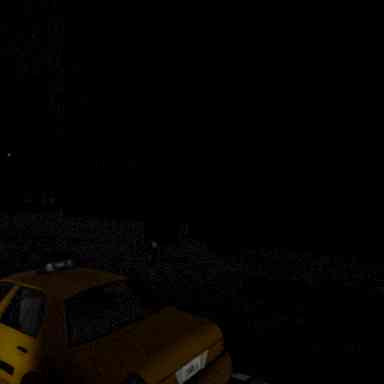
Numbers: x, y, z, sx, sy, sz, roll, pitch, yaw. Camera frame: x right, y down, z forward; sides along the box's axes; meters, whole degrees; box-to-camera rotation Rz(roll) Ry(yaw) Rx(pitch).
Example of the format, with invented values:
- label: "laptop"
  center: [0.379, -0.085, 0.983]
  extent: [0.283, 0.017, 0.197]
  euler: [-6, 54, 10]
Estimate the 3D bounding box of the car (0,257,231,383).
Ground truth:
- label: "car"
  center: [-1.879, 1.539, 4.302]
  extent: [4.829, 1.417, 1.752]
  euler: [0, 0, 36]
